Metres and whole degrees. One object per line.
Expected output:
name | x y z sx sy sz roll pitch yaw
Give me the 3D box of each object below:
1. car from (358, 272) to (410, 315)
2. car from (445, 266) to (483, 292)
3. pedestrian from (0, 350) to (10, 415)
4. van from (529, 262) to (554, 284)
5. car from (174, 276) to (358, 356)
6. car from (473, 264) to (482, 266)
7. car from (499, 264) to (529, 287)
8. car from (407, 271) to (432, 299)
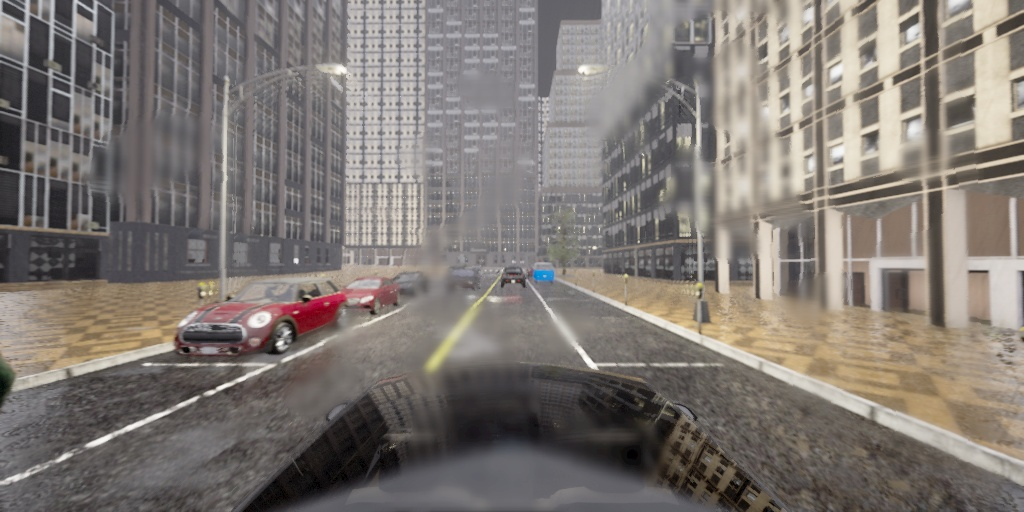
car | -5.686 1.487 14.377 1.802 1.307 4.207 0 0 0
car | -3.096 1.570 24.029 2.033 1.411 5.357 0 -1 0
pedestrian | -3.672 1.051 2.272 0.375 1.860 0.375 1 -1 0
van | 2.699 1.451 31.296 1.690 1.789 3.998 0 0 0
car | -5.687 1.276 8.735 1.967 1.591 4.097 0 0 0
car | -5.805 2.000 59.513 2.007 1.370 4.403 0 0 0
car | 0.098 1.570 27.614 1.837 1.490 4.892 0 -1 0
car | -5.685 1.540 20.019 1.948 1.339 4.313 0 0 0
